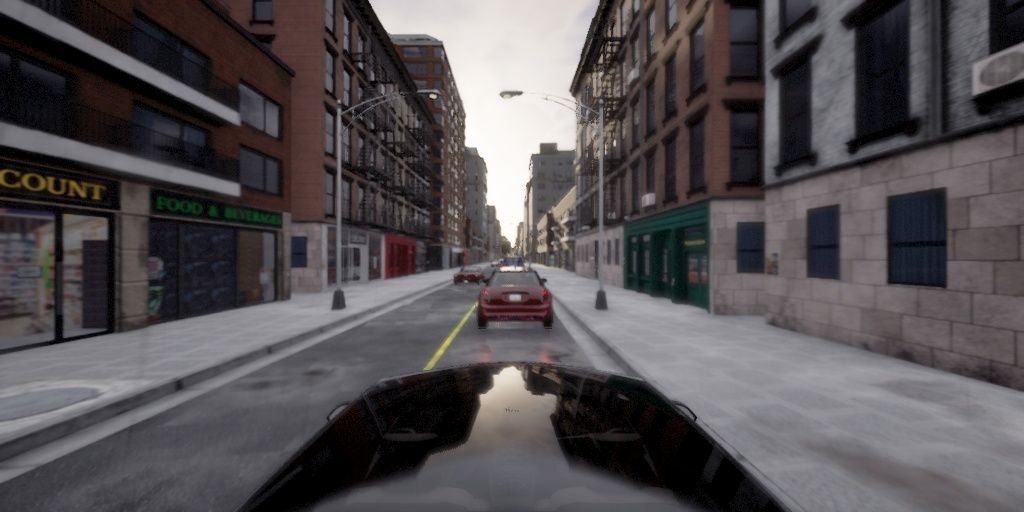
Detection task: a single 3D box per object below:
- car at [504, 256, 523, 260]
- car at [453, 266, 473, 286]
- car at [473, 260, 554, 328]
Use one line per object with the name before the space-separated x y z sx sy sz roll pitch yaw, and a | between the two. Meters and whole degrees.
car | 0.117 1.054 33.999 2.150 2.045 5.566 0 0 0
car | -3.087 1.414 26.329 1.895 1.301 4.718 0 0 0
car | 0.097 1.128 11.608 2.097 1.767 4.553 0 0 0
